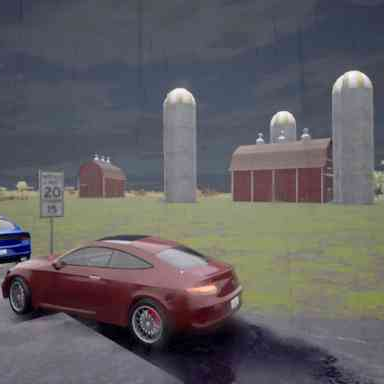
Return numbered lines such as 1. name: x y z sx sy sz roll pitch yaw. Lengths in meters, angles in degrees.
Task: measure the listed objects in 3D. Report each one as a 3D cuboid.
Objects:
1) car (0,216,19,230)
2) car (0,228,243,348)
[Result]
1. car: -6.948 1.482 10.738 5.008 1.535 1.882 0 0 43
2. car: -1.393 1.530 6.166 4.674 1.442 1.812 0 0 27
